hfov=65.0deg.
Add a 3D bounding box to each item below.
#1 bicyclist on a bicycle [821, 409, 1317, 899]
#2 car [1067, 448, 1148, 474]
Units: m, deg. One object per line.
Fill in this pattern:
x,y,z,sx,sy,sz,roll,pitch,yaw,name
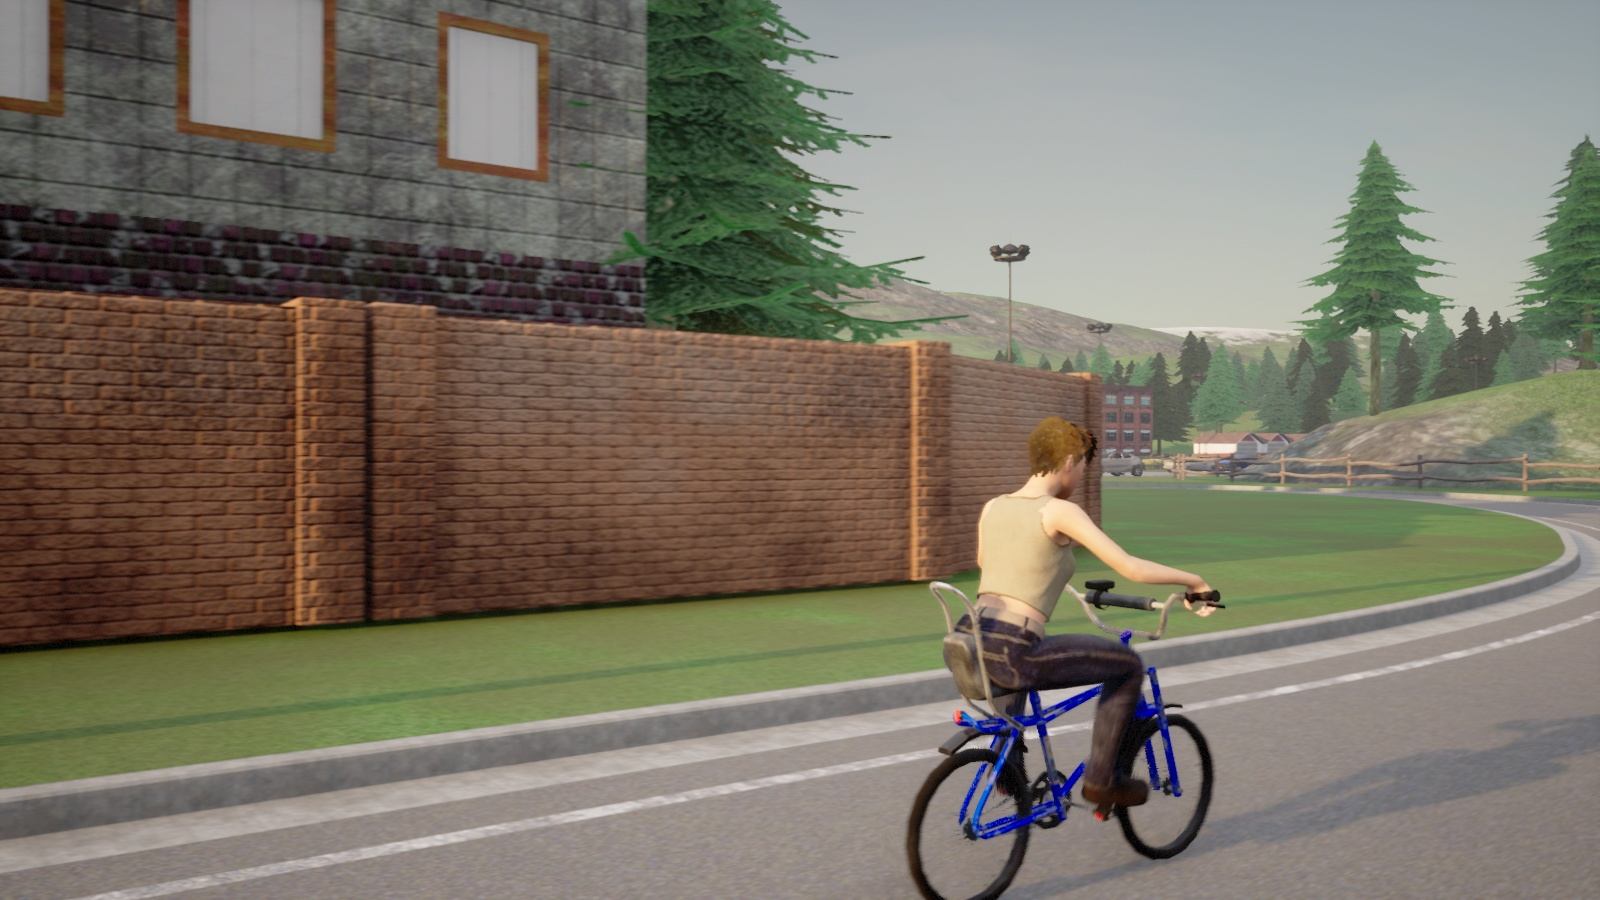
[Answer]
0.938,0.690,4.320,1.509,1.612,0.866,0,0,-35,bicyclist on a bicycle
19.816,0.687,80.947,5.027,1.651,2.152,0,0,-31,car
